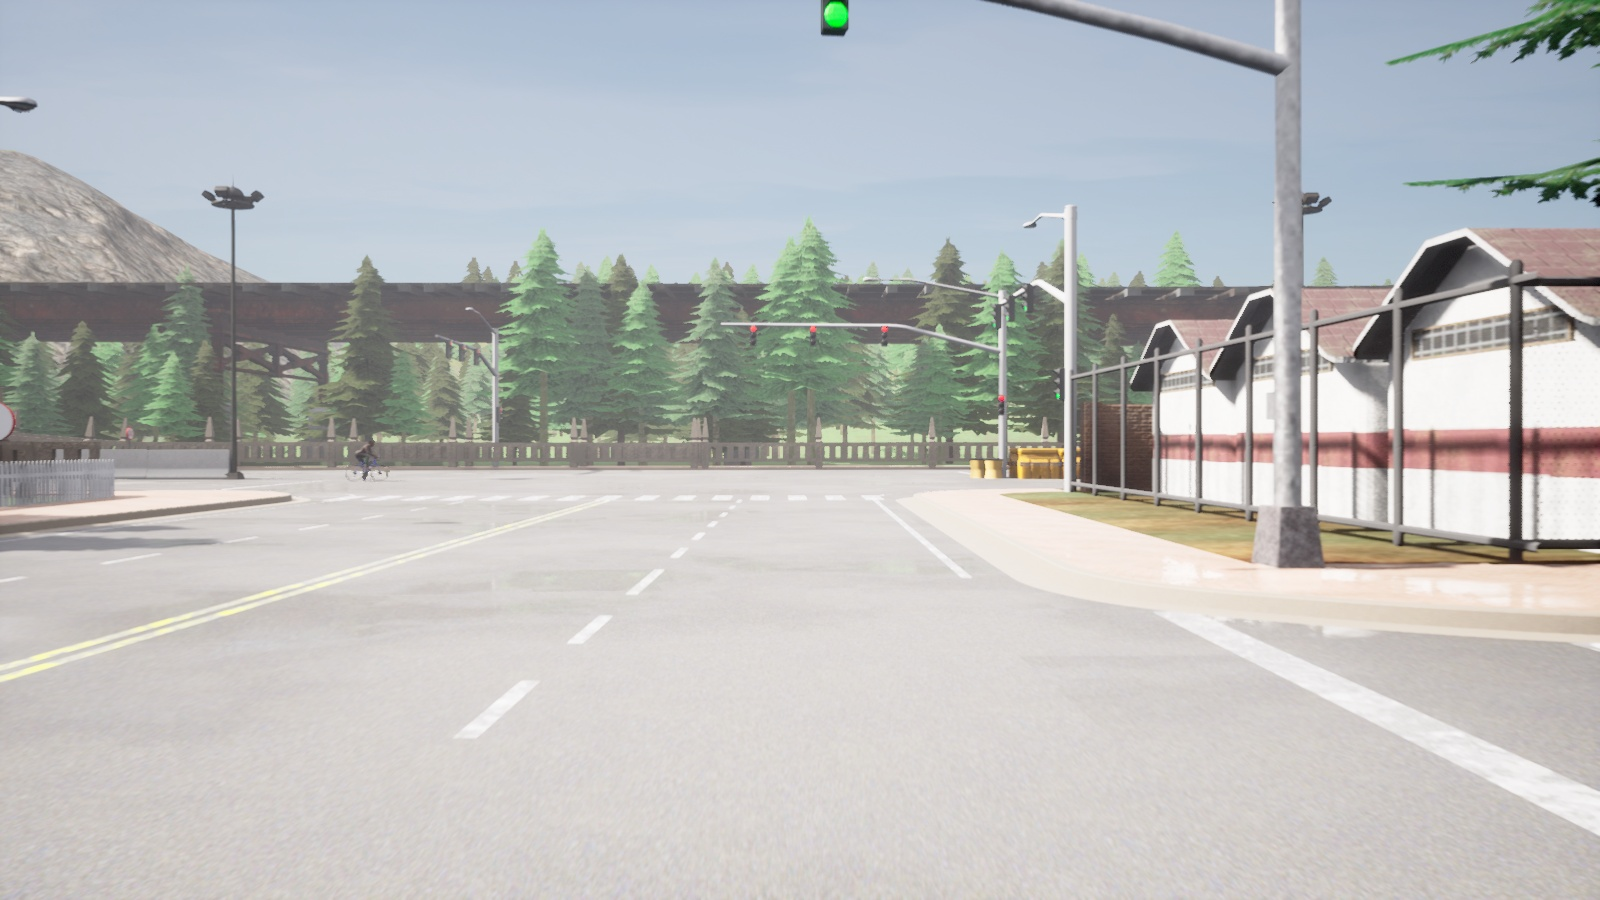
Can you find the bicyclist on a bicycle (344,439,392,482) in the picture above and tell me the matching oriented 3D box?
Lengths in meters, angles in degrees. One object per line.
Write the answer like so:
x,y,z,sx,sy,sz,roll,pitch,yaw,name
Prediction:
-16.705,0.409,48.567,1.656,1.620,0.582,0,0,-1,bicyclist on a bicycle
